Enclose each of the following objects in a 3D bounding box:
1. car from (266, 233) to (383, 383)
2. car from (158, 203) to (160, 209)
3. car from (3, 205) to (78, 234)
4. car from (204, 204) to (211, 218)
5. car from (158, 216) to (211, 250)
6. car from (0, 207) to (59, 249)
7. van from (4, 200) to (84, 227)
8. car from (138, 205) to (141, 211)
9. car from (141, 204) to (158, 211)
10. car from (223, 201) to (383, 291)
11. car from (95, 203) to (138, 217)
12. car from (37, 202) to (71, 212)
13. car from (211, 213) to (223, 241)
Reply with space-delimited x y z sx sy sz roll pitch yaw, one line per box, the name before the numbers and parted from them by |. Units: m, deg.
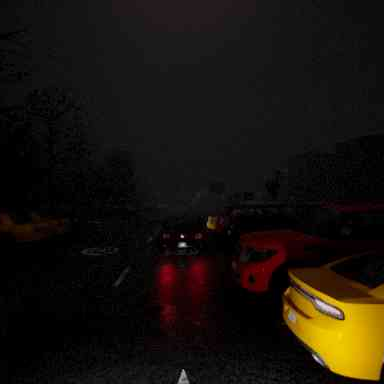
car | 3.794 1.490 4.466 5.008 1.535 2.097 0 0 -2
car | -9.948 3.326 71.394 4.892 1.521 2.231 0 -2 -1
car | -9.002 1.621 17.058 5.366 1.575 1.946 0 -1 -1
car | 3.577 1.658 19.527 5.366 1.575 1.946 0 -1 -1
car | -0.411 1.723 14.726 1.895 1.301 4.718 0 -1 -1
car | -8.934 1.580 14.398 5.366 1.575 1.946 0 -1 -1
van | -8.772 1.447 19.862 4.442 1.987 1.878 0 -1 -1
car | -9.518 2.237 43.806 4.553 1.767 2.185 0 -2 -1
car | -9.896 3.251 68.119 4.674 1.452 2.002 0 -2 -1
car | 3.682 1.253 7.383 5.566 2.045 2.435 0 -1 -2
car | -9.392 2.294 40.634 4.674 1.452 2.002 0 -2 -1
car | -22.857 2.479 55.200 5.008 1.535 1.882 1 1 -2
car | 3.436 1.484 16.607 4.553 1.767 2.185 0 -1 -1
